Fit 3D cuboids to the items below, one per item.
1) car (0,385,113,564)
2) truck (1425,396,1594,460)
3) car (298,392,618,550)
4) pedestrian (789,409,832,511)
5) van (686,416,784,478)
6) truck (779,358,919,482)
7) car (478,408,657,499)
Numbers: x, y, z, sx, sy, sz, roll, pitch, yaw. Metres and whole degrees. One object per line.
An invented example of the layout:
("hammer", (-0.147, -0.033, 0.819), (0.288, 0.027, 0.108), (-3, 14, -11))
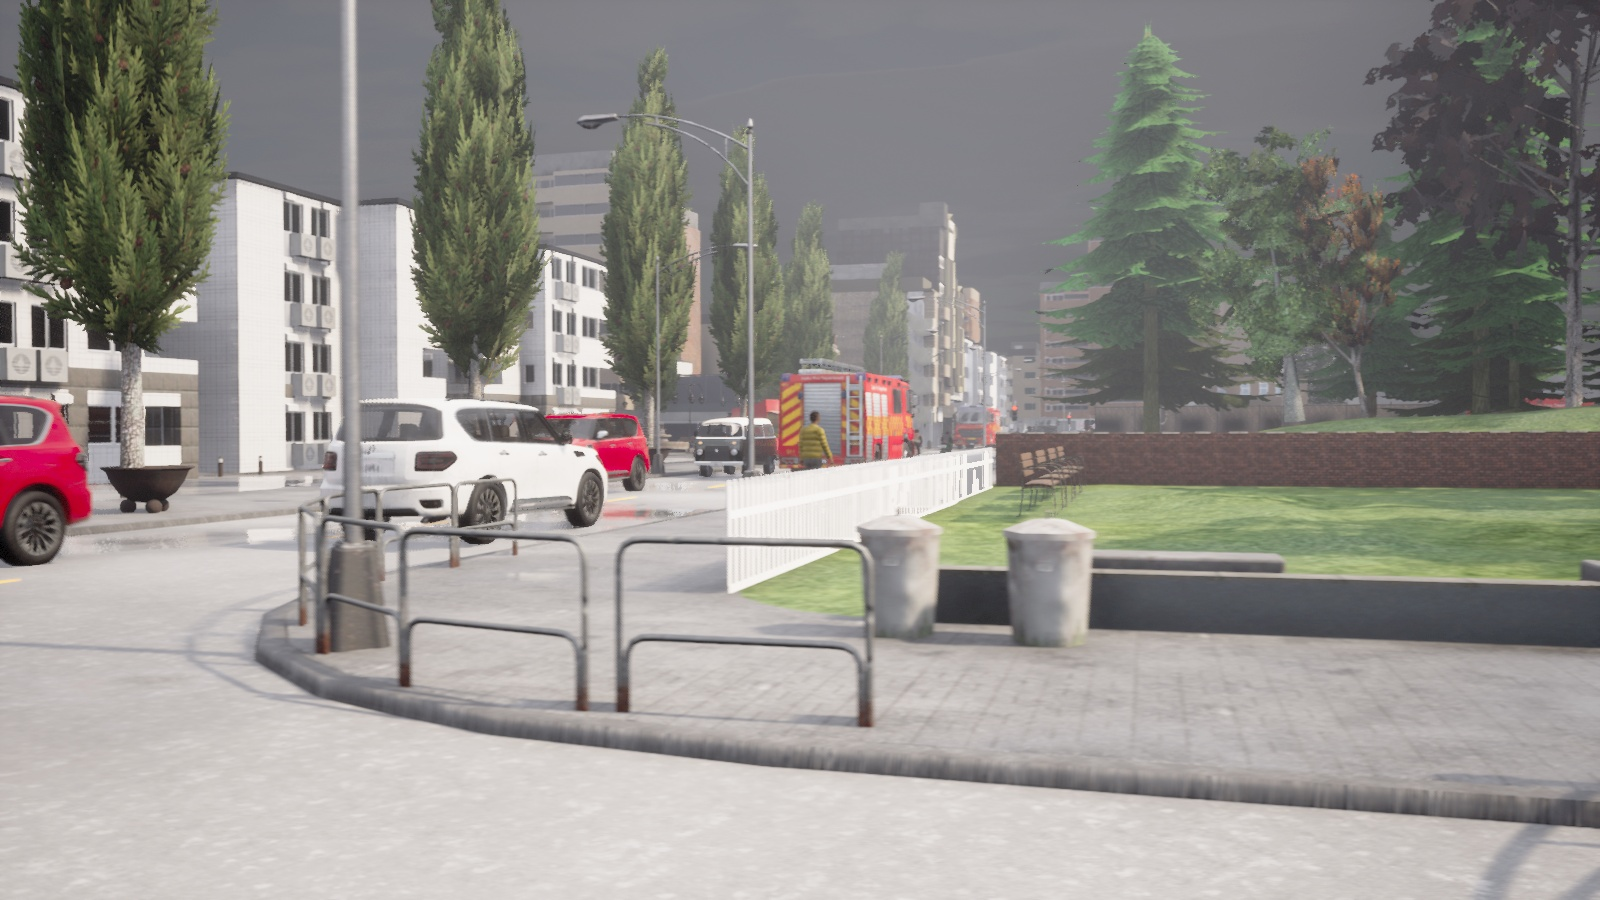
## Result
("car", (-10.415, 0.295, 13.574), (2.150, 2.045, 5.566), (0, 1, 11))
("truck", (43.241, -1.365, 76.836), (8.468, 3.827, 2.891), (1, 1, 15))
("car", (-4.937, 0.228, 19.226), (2.150, 2.045, 5.566), (0, 1, 16))
("pedestrian", (0.195, 0.180, 22.988), (0.431, 1.840, 0.709), (1, 1, 39))
("van", (-2.182, -0.135, 43.538), (2.069, 2.038, 4.480), (0, 1, 16))
("truck", (1.887, -1.003, 43.203), (2.891, 3.827, 8.468), (0, 1, 16))
("car", (-5.630, 0.037, 31.306), (2.150, 2.045, 5.566), (0, 1, 16))
